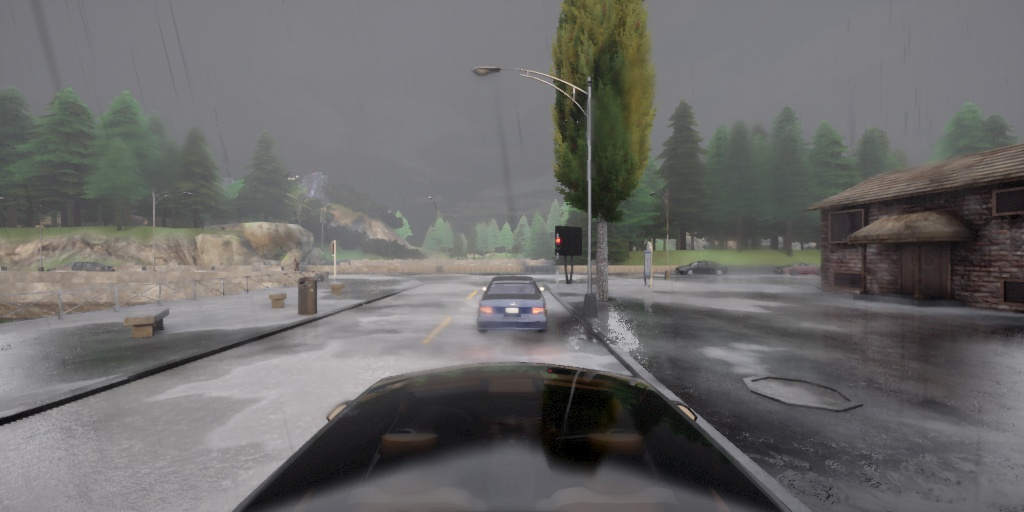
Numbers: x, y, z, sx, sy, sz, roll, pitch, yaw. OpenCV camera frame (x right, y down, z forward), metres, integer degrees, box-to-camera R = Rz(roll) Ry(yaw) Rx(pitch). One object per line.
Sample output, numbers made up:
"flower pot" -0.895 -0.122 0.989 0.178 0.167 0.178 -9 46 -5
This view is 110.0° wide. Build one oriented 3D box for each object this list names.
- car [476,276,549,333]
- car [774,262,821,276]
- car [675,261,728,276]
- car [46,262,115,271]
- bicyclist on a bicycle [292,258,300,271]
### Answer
"car" 0.027 1.297 10.743 2.033 1.411 5.357 0 0 0
"car" 29.167 1.314 36.459 4.181 1.385 1.994 0 0 0
"car" 19.203 1.255 36.463 4.892 1.490 1.837 0 0 0
"car" -43.713 1.297 36.388 5.357 1.411 2.033 0 0 0
"bicyclist on a bicycle" -24.512 1.099 40.678 0.582 1.620 1.656 0 0 0
